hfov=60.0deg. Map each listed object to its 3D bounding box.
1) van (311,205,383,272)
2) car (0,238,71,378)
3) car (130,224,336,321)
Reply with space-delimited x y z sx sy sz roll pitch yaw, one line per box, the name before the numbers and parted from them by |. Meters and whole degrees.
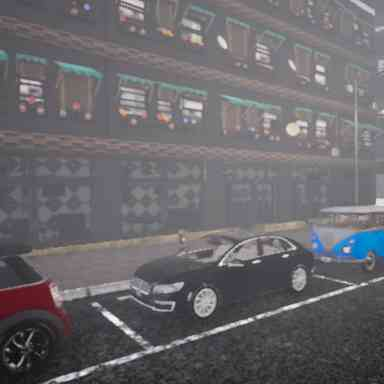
van | 5.399 1.326 10.391 3.998 1.788 1.690 0 -1 -36
car | -3.719 1.441 3.880 4.097 1.590 1.967 0 -1 -36
car | 0.841 1.544 7.134 4.403 1.369 2.008 0 -1 -36
